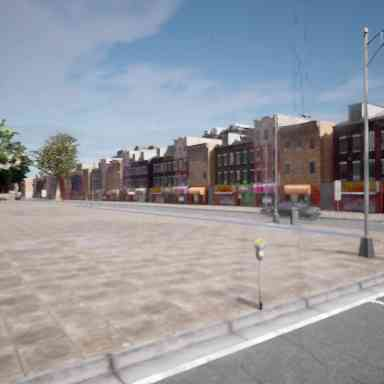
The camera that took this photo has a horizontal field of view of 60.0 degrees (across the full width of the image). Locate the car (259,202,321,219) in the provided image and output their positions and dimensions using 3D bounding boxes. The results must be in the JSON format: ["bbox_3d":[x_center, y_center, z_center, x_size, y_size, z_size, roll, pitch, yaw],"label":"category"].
[{"bbox_3d":[8.339,1.538,28.634,2.033,1.411,5.357,-1,0,-36],"label":"car"}]
